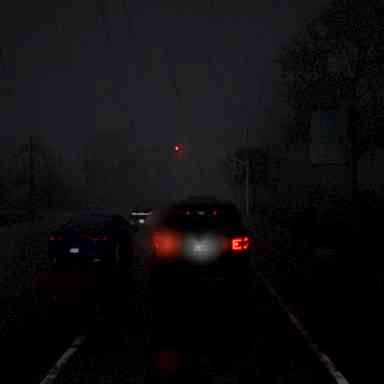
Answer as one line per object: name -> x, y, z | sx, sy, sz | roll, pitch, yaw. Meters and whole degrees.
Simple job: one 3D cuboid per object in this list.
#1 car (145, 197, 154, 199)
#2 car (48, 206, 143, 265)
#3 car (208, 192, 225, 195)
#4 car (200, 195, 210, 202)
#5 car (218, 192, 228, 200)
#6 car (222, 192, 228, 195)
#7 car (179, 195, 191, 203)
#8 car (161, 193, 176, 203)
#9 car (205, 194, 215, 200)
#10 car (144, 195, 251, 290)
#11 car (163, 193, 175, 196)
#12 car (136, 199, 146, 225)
car -> -7.062, 1.540, 57.176 | 1.994, 1.385, 4.181 | 0, 0, 7
car -> -3.184, 1.473, 11.662 | 1.882, 1.535, 5.008 | 0, 0, 1
car -> 0.596, 1.213, 19.594 | 2.150, 2.045, 5.566 | 0, 0, 2
car -> 3.152, 1.486, 79.048 | 1.812, 1.442, 4.674 | 0, 0, 10
car -> 8.395, 1.057, 88.658 | 2.150, 2.045, 5.566 | 0, 0, 11
car -> 6.608, 1.318, 78.492 | 2.097, 1.767, 4.553 | 0, 0, 10
car -> -1.529, 1.495, 71.797 | 1.812, 1.442, 4.674 | 0, 0, 8
car -> -5.007, 1.196, 72.201 | 2.150, 2.045, 5.566 | 0, 0, 8
car -> 4.869, 1.354, 88.850 | 2.033, 1.411, 5.357 | 0, 0, 11
car -> 0.253, 1.218, 9.262 | 2.150, 2.045, 5.566 | 0, 0, 1
car -> -3.600, 1.454, 56.670 | 1.882, 1.535, 5.008 | 0, 0, 7
car -> -2.806, 1.483, 21.691 | 2.128, 1.511, 4.902 | 0, 0, 2
